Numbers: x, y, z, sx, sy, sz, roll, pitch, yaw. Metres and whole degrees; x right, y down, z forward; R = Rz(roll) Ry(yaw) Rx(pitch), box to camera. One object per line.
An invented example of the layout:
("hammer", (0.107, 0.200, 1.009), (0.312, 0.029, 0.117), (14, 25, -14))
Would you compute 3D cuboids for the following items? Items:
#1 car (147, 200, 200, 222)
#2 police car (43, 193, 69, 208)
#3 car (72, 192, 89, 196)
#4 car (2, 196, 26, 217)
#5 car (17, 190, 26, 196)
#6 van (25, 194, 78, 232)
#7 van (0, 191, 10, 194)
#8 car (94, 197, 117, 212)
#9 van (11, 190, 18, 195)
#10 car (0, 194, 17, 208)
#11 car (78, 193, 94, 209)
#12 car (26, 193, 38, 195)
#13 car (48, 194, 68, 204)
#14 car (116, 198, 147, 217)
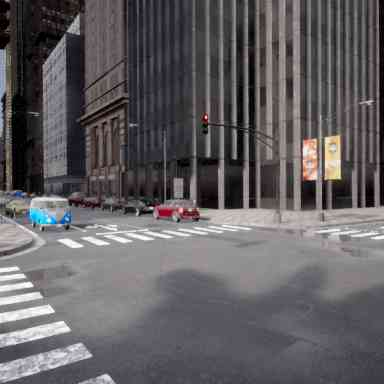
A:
("car", (-1.245, 1.248, 24.113), (1.967, 1.590, 4.097), (0, 1, -36))
("police car", (-17.178, 1.030, 41.813), (1.930, 1.638, 5.238), (-1, 1, -36))
("car", (-14.321, 0.909, 42.419), (2.192, 1.841, 5.009), (0, 1, -36))
("car", (-14.622, 1.296, 28.172), (1.752, 1.417, 4.829), (0, 0, -36))
("car", (-37.209, 0.785, 74.457), (1.802, 1.307, 4.206), (0, 1, -36))
("van", (-8.181, 1.217, 19.157), (1.690, 1.788, 3.998), (0, 0, -36))
("van", (-24.527, 0.948, 42.039), (1.690, 1.788, 3.998), (0, 0, -36))
("car", (-7.784, 1.253, 33.267), (2.008, 1.369, 4.403), (0, 1, -36))
("van", (-43.745, 0.427, 83.608), (1.690, 1.788, 3.998), (0, 1, -36))
("car", (-21.260, 1.244, 37.464), (1.802, 1.307, 4.206), (0, 0, -36))
("car", (-11.054, 1.193, 37.844), (1.887, 1.381, 4.507), (0, 1, -36))
("car", (-30.670, 0.883, 65.303), (1.947, 1.339, 4.313), (0, 1, -36))
("car", (-20.861, 1.030, 51.574), (1.887, 1.381, 4.507), (0, 1, -36))
("car", (-4.515, 1.321, 28.690), (1.947, 1.339, 4.313), (0, 1, -36))
